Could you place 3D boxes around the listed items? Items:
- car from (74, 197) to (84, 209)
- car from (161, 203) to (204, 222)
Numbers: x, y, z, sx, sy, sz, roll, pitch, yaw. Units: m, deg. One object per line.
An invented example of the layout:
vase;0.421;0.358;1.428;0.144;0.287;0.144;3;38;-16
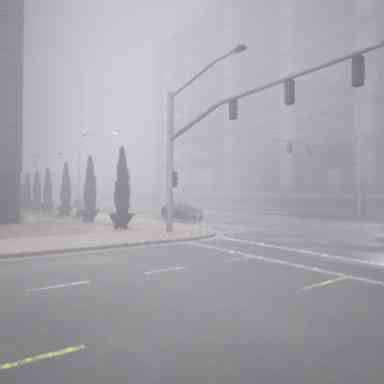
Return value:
car;-16.272;1.537;50.393;2.097;1.767;4.553;1;0;-35
car;-0.908;1.691;28.739;2.128;1.511;4.902;1;0;-35
